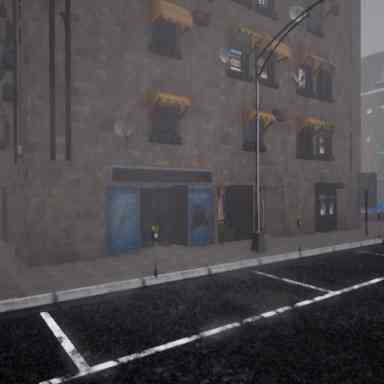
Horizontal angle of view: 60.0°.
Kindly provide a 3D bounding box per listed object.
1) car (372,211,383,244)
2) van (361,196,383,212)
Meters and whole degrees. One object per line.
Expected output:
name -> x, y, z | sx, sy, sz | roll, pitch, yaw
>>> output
car -> 9.316, 1.525, 13.212 | 4.829, 1.417, 1.752 | 0, 0, -35
van -> 17.835, 1.287, 34.111 | 1.690, 1.788, 3.998 | 0, 0, -36
